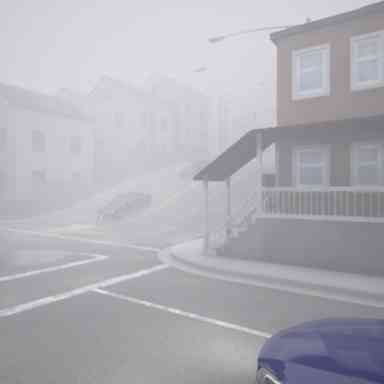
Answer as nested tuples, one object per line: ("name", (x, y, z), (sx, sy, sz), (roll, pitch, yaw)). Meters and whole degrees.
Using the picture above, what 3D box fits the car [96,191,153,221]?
("car", (-5.085, 0.898, 25.259), (2.128, 1.511, 4.902), (0, 15, 35))

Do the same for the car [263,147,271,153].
("car", (9.386, -5.834, 45.883), (1.812, 1.442, 4.674), (0, 8, 36))

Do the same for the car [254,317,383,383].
("car", (2.666, 1.526, 2.063), (4.674, 1.442, 1.812), (0, 0, 36))

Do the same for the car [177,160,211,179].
("car", (0.474, -2.362, 33.385), (1.895, 1.301, 4.718), (0, 17, 35))
